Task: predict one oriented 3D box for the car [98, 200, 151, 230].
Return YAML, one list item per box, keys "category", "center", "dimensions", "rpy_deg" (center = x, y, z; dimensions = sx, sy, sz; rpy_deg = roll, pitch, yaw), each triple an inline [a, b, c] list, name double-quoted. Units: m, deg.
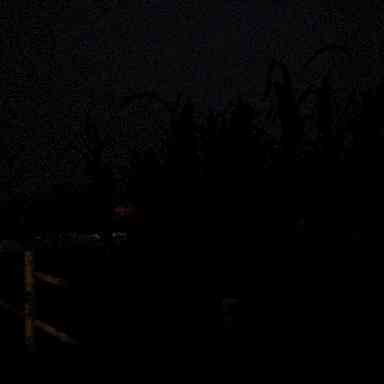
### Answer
- category: "car"
  center: [-3.965, 1.491, 23.547]
  dimensions: [2.150, 2.045, 5.566]
  rpy_deg: [1, -1, 33]
